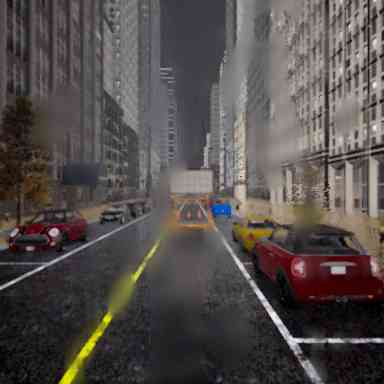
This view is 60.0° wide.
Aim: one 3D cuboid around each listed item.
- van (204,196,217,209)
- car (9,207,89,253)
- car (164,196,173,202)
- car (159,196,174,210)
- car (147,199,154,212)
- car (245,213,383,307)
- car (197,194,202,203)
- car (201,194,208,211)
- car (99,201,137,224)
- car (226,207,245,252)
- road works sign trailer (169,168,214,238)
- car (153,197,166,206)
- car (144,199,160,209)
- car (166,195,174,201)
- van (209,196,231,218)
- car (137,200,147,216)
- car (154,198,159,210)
[{"bbox_3d":[2.655,1.450,47.809,1.690,1.788,3.998,-1,0,0],"label":"van"},{"bbox_3d":[-5.707,1.471,13.703,1.967,1.590,4.097,-1,0,0],"label":"car"},{"bbox_3d":[-5.741,1.766,81.905,1.802,1.307,4.206,-1,0,0],"label":"car"},{"bbox_3d":[-3.111,1.594,44.700,2.128,1.511,4.902,0,0,0],"label":"car"},{"bbox_3d":[-5.718,1.627,36.437,1.887,1.381,4.507,-1,0,0],"label":"car"},{"bbox_3d":[2.676,1.459,8.024,1.967,1.590,4.097,-1,0,0],"label":"car"},{"bbox_3d":[2.645,1.710,70.543,2.008,1.369,4.403,-1,0,0],"label":"car"},{"bbox_3d":[2.657,1.411,42.125,2.192,1.841,5.009,-1,0,0],"label":"car"},{"bbox_3d":[-5.712,1.608,25.069,2.008,1.369,4.403,-1,0,0],"label":"car"},{"bbox_3d":[2.674,1.557,13.877,1.752,1.417,4.829,-1,0,0],"label":"car"},{"bbox_3d":[-0.010,0.506,18.107,2.380,3.560,2.880,0,0,0],"label":"road works sign trailer"},{"bbox_3d":[-5.730,1.685,59.171,2.008,1.369,4.403,-1,0,0],"label":"car"},{"bbox_3d":[-5.724,1.690,47.804,1.802,1.307,4.206,-1,0,0],"label":"car"},{"bbox_3d":[-5.746,1.637,87.589,1.967,1.590,4.097,-1,0,0],"label":"car"},{"bbox_3d":[2.664,1.411,30.758,1.690,1.788,3.998,-1,0,0],"label":"van"},{"bbox_3d":[-5.715,1.636,30.753,1.947,1.339,4.313,-1,0,0],"label":"car"},{"bbox_3d":[-5.722,1.646,42.120,2.008,1.369,4.403,-1,0,0],"label":"car"}]
